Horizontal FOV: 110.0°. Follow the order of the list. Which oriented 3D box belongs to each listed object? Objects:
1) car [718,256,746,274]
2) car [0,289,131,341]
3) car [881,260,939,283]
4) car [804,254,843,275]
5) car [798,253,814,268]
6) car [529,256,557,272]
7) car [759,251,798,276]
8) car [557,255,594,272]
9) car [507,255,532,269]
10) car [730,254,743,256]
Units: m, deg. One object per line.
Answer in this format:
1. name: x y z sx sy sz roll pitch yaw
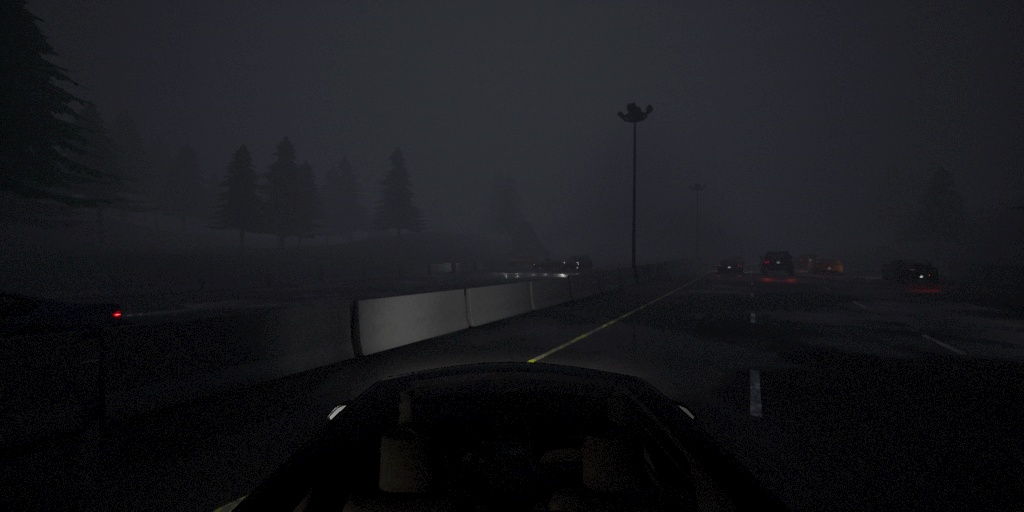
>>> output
1. car: 20.690 0.961 33.939 1.994 1.385 4.181 0 1 34
2. car: -10.611 1.302 6.247 2.033 1.411 5.357 0 0 34
3. car: 26.993 0.973 24.460 1.837 1.490 4.892 0 1 34
4. car: 27.615 0.835 31.710 1.882 1.535 5.008 0 1 34
5. car: 33.859 0.469 41.073 2.097 1.767 4.553 0 1 32
6. car: 4.244 0.975 40.996 1.895 1.301 4.718 0 1 34
7. car: 23.537 0.616 31.898 2.150 2.045 5.566 0 1 34
8. car: 7.188 0.733 39.102 2.097 1.767 4.553 0 1 34
9. car: 1.352 0.594 42.967 1.882 1.535 5.008 0 1 34
10. car: 29.968 0.511 47.867 1.882 1.535 5.008 0 1 34
